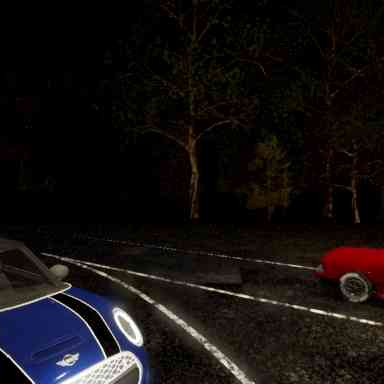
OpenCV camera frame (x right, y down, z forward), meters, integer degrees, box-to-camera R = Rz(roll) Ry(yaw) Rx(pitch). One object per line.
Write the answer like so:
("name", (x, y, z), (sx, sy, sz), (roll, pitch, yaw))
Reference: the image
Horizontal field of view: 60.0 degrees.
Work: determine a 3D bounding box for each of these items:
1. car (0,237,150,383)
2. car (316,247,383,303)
("car", (-2.634, 1.338, 3.756), (4.553, 1.767, 2.097), (1, 0, 35))
("car", (5.028, 1.601, 6.535), (4.718, 1.301, 1.895), (0, 0, 35))
